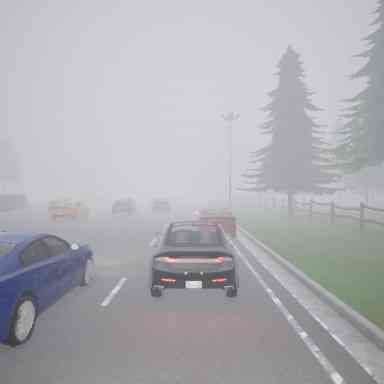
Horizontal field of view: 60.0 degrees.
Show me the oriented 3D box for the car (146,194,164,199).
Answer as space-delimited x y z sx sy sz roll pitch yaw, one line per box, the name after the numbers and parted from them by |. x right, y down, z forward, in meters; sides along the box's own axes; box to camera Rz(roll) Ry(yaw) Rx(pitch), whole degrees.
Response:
-6.910 1.555 63.485 2.033 1.411 5.357 0 0 0 | car

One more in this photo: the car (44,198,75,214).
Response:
-14.702 1.496 37.239 2.128 1.511 4.902 0 0 -7 | car

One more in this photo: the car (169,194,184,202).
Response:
-3.489 1.510 75.670 1.837 1.490 4.892 0 0 0 | car

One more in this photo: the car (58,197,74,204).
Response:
-23.753 1.571 62.637 1.994 1.385 4.181 0 0 -31 | car

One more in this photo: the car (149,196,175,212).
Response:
-3.406 1.496 38.338 2.128 1.511 4.902 0 0 0 | car

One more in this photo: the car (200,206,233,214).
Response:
1.222 1.480 17.894 1.882 1.535 5.008 0 0 0 | car

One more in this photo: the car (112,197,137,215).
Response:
-6.905 1.495 34.300 2.128 1.511 4.902 0 0 0 | car

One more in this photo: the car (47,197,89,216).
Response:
-10.404 1.481 28.636 1.882 1.535 5.008 0 0 0 | car

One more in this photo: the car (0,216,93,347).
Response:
-3.401 1.478 6.349 1.882 1.535 5.008 0 0 0 | car

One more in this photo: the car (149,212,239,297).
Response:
0.051 1.493 8.552 2.128 1.511 4.902 0 0 0 | car

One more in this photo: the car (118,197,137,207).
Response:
-10.407 1.554 53.960 2.033 1.411 5.357 0 0 0 | car
